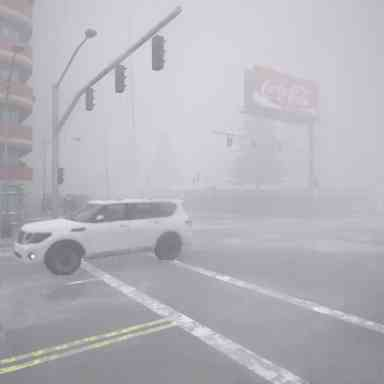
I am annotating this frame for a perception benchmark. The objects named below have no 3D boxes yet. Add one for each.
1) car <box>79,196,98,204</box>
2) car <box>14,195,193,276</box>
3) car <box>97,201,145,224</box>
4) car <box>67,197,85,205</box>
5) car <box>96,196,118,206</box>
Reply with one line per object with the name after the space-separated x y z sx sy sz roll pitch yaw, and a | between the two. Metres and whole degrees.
-19.973 1.478 64.047 1.882 1.535 5.008 0 0 -36 | car
-2.578 1.223 10.751 5.566 2.045 2.150 0 0 -36 | car
-5.648 1.505 25.823 1.837 1.490 4.892 0 0 -36 | car
-20.554 1.564 58.864 1.994 1.385 4.181 0 0 -36 | car
-14.483 1.505 56.418 1.837 1.490 4.892 0 0 -36 | car
